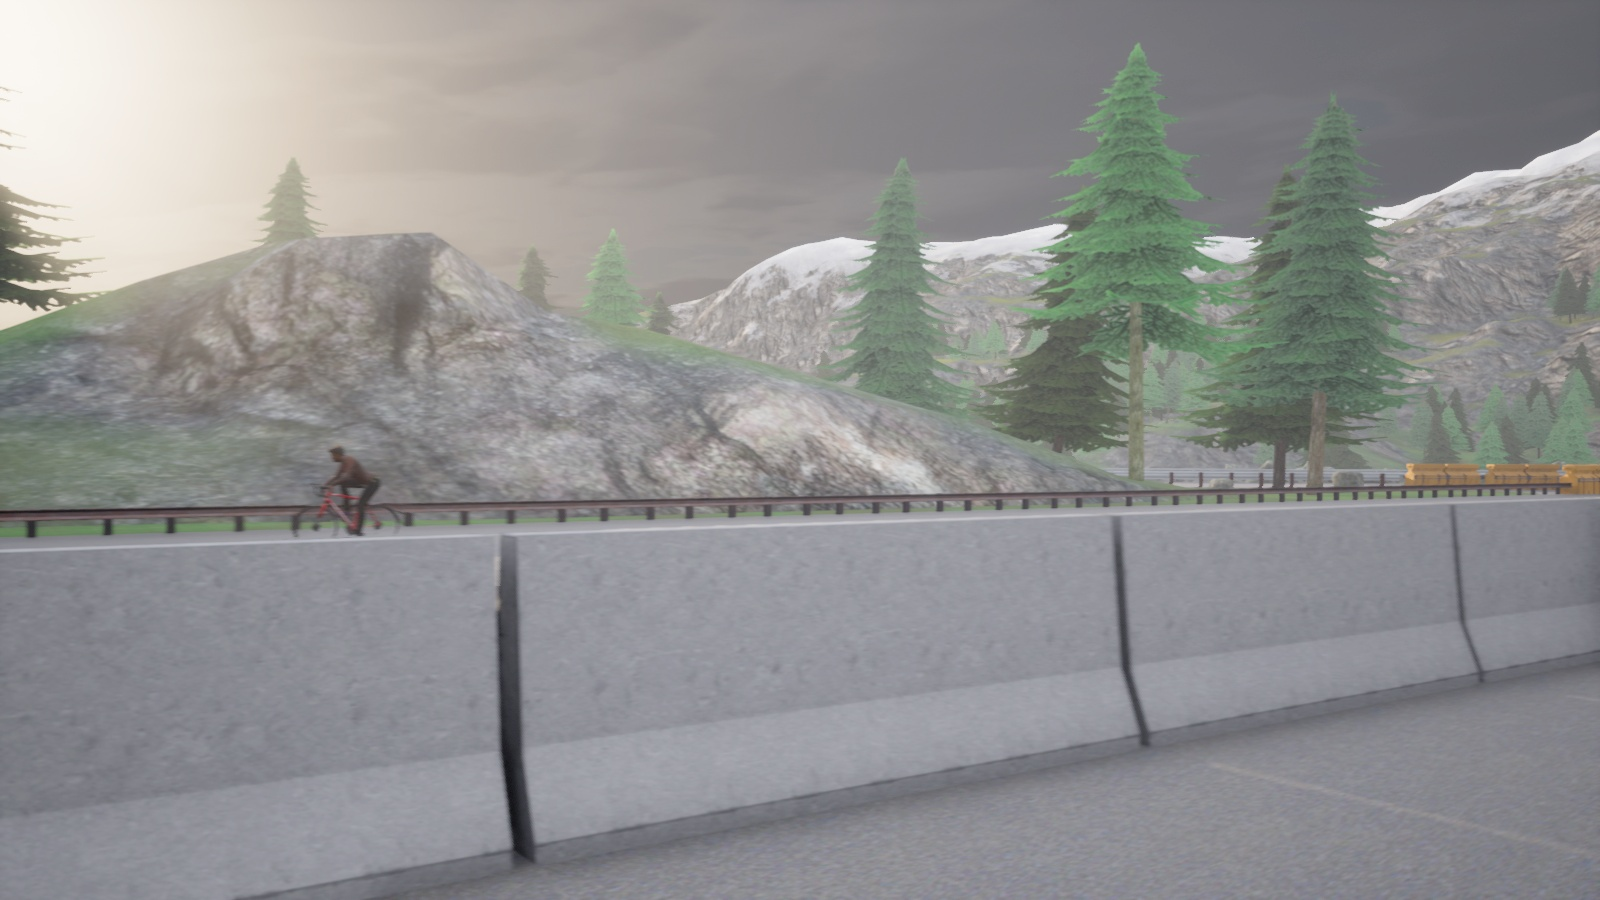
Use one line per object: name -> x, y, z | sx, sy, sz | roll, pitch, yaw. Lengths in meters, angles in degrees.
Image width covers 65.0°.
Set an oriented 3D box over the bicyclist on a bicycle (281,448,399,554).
bicyclist on a bicycle -> -7.280, 0.782, 19.913 | 1.656, 1.620, 0.582 | 0, 0, -35
